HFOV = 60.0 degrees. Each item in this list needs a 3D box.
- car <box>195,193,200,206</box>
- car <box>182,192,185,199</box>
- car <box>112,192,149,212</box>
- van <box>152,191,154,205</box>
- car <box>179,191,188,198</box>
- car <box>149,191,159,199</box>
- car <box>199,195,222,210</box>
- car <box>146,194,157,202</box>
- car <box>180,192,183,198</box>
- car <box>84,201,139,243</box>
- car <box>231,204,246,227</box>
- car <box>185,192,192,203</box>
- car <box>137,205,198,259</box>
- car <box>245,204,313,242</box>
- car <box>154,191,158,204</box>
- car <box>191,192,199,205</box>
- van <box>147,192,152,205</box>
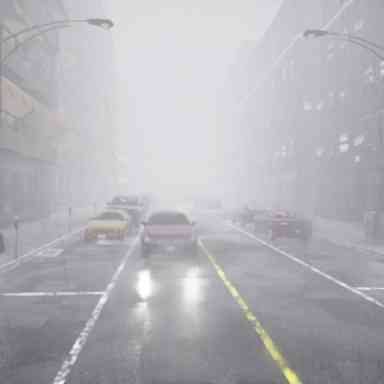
[{"bbox_3d":[1.851,1.276,43.514,1.887,1.381,4.507,2,0,-5],"label":"car"},{"bbox_3d":[-0.503,1.018,71.069,1.967,1.590,4.097,2,0,-5],"label":"car"},{"bbox_3d":[-4.140,1.128,20.870,2.192,1.841,5.009,2,0,-5],"label":"car"},{"bbox_3d":[-5.535,1.038,37.402,1.690,1.788,3.998,2,0,-5],"label":"van"},{"bbox_3d":[-2.358,0.804,93.116,2.192,1.841,5.009,2,0,-5],"label":"car"},{"bbox_3d":[-9.251,0.776,81.488,2.192,1.841,5.009,2,0,-5],"label":"car"},{"bbox_3d":[2.316,1.310,38.003,1.887,1.381,4.507,2,0,-5],"label":"car"},{"bbox_3d":[-7.865,1.102,64.958,1.947,1.339,4.313,2,0,-5],"label":"car"},{"bbox_3d":[-1.436,1.111,82.093,1.802,1.307,4.206,2,0,-5],"label":"car"},{"bbox_3d":[-3.669,1.381,15.190,1.752,1.417,4.829,2,0,-5],"label":"car"},{"bbox_3d":[3.708,1.432,21.470,2.008,1.369,4.403,2,0,-5],"label":"car"},{"bbox_3d":[0.431,0.949,60.045,2.192,1.841,5.009,2,0,-5],"label":"car"},{"bbox_3d":[-0.886,1.427,12.353,1.812,1.442,4.674,0,0,-6],"label":"car"},{"bbox_3d":[4.173,1.468,15.958,1.887,1.381,4.507,2,0,-5],"label":"car"},{"bbox_3d":[-6.463,0.944,48.423,2.192,1.841,5.009,2,0,-5],"label":"car"},{"bbox_3d":[1.398,1.138,49.026,1.967,1.590,4.097,2,0,-5],"label":"car"},{"bbox_3d":[-5.070,1.074,31.889,1.690,1.788,3.998,2,0,-5],"label":"van"}]
